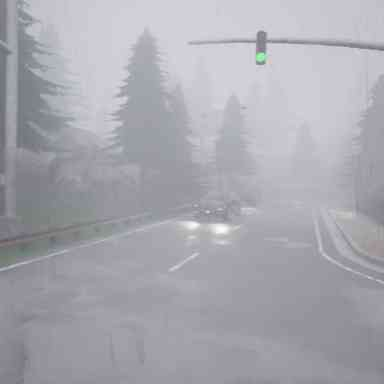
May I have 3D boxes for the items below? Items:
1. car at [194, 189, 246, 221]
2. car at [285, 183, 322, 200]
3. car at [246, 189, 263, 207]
[{"bbox_3d":[1.632,0.710,19.464,1.837,1.490,4.892,3,3,19],"label":"car"},{"bbox_3d":[14.132,-0.121,41.963,5.566,2.045,2.150,0,3,-36],"label":"car"},{"bbox_3d":[5.070,0.440,29.407,2.033,1.411,5.357,3,3,20],"label":"car"}]
